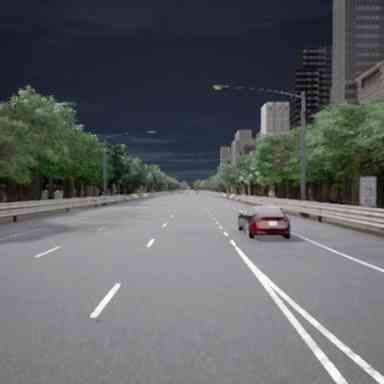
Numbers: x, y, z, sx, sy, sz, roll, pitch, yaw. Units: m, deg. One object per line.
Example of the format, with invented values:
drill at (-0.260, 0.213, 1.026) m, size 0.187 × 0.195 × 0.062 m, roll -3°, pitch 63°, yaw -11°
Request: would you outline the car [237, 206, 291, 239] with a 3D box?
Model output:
car at (3.534, 1.415, 16.950) m, size 2.163 × 1.488 × 4.792 m, roll 0°, pitch 0°, yaw -1°
